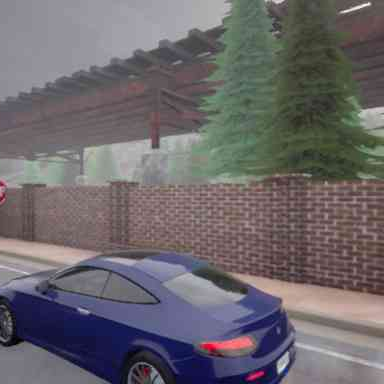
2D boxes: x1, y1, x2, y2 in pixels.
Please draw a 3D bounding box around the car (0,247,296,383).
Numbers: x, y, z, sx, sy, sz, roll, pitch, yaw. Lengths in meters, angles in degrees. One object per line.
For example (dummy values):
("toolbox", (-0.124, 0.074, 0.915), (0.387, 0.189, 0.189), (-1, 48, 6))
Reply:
("car", (-0.964, 1.536, 4.678), (4.674, 1.442, 1.812), (0, 0, 35))
